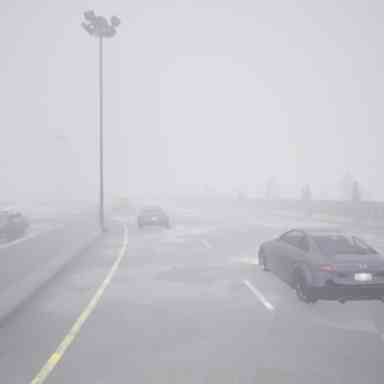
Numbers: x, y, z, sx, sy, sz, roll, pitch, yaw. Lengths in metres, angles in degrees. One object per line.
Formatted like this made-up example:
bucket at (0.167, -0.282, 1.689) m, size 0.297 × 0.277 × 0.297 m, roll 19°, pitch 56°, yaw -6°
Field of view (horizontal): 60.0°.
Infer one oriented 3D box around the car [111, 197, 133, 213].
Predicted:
car at (-8.101, 1.407, 38.596) m, size 2.097 × 1.767 × 4.553 m, roll 0°, pitch 0°, yaw -23°

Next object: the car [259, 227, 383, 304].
car at (3.053, 1.555, 8.207) m, size 1.994 × 1.385 × 4.181 m, roll 0°, pitch 0°, yaw -4°

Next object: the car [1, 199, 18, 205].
car at (-31.000, 1.763, 56.408) m, size 1.895 × 1.301 × 4.718 m, roll 0°, pitch 0°, yaw -38°

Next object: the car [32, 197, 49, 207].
car at (-24.222, 1.637, 53.110) m, size 1.837 × 1.490 × 4.892 m, roll 0°, pitch 0°, yaw -34°

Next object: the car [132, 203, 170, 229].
car at (-2.694, 1.587, 22.086) m, size 1.994 × 1.385 × 4.181 m, roll 0°, pitch 0°, yaw -12°

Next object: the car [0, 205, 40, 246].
car at (-8.437, 1.536, 14.172) m, size 2.128 × 1.511 × 4.902 m, roll 0°, pitch 0°, yaw -10°
